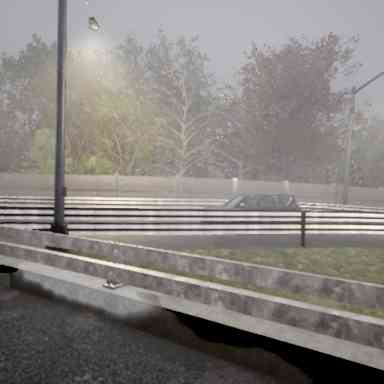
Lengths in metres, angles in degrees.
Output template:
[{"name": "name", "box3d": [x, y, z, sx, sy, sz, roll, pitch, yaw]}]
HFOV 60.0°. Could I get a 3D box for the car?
[{"name": "car", "box3d": [3.081, 1.102, 17.811, 5.566, 2.045, 2.150, 0, 1, -11]}]
